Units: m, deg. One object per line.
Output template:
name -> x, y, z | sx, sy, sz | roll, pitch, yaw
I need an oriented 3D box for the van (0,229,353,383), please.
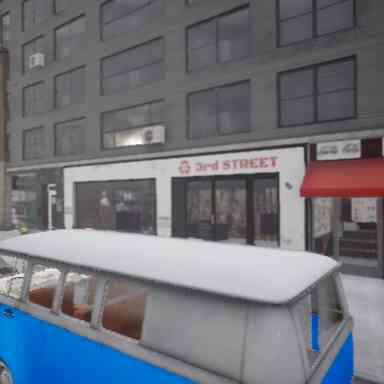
van -> -0.565, 1.345, 3.270 | 3.998, 1.788, 1.690 | 0, -1, 36
